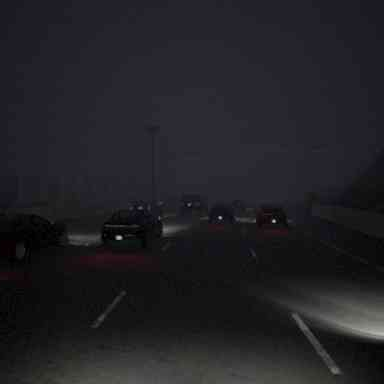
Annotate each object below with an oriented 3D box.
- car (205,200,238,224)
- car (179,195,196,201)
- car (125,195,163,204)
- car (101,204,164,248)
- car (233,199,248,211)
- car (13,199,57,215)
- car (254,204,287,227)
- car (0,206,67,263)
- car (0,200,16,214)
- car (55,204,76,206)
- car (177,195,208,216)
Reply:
[{"bbox_3d":[2.386,1.585,25.961,1.837,1.490,4.892,0,0,9],"label":"car"},{"bbox_3d":[-0.961,1.375,75.577,2.033,1.411,5.357,0,0,23],"label":"car"},{"bbox_3d":[-4.014,1.433,30.029,2.097,1.767,4.553,0,0,10],"label":"car"},{"bbox_3d":[-2.564,1.531,15.079,2.128,1.511,4.902,0,0,5],"label":"car"},{"bbox_3d":[5.933,1.642,42.418,1.837,1.490,4.892,0,0,15],"label":"car"},{"bbox_3d":[-17.181,1.579,36.686,1.837,1.490,4.892,0,0,12],"label":"car"},{"bbox_3d":[5.488,1.585,23.283,1.837,1.490,4.892,0,0,8],"label":"car"},{"bbox_3d":[-6.327,1.501,12.134,1.882,1.535,5.008,0,0,4],"label":"car"},{"bbox_3d":[-21.023,1.626,35.258,1.994,1.385,4.181,0,0,11],"label":"car"},{"bbox_3d":[-13.553,1.559,36.941,1.882,1.535,5.008,0,0,12],"label":"car"},{"bbox_3d":[0.305,1.322,34.057,2.150,2.045,5.566,0,0,12],"label":"car"}]
